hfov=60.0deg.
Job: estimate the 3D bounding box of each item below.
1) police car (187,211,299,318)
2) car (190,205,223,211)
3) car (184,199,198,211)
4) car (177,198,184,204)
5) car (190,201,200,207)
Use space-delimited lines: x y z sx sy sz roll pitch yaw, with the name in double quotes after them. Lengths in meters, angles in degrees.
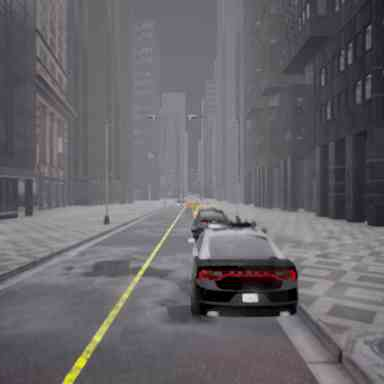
0.928 1.484 7.826 1.930 1.638 5.238 0 0 0 "police car"
0.964 1.645 17.716 1.837 1.490 4.892 0 0 0 "car"
0.194 1.871 46.483 1.882 1.535 5.008 0 -1 1 "car"
-2.699 2.208 82.805 1.882 1.535 5.008 0 -1 0 "car"
0.986 1.669 23.717 1.882 1.535 5.008 0 -1 0 "car"
